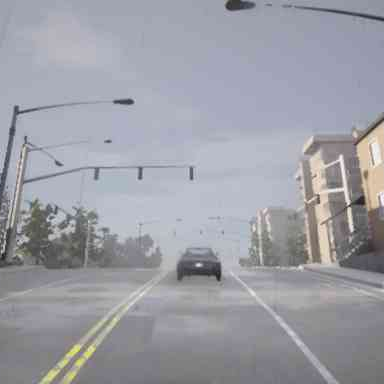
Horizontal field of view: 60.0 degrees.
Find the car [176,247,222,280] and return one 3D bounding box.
[{"bbox_3d":[0.349,3.300,15.739,1.994,1.385,4.181,0,-9,2],"label":"car"}]
